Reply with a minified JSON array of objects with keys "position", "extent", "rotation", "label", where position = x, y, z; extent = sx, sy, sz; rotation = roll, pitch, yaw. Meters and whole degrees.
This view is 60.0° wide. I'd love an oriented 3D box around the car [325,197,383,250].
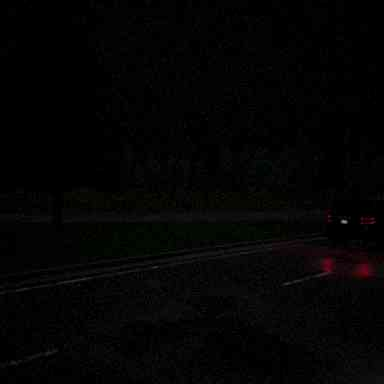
[{"position":[8.166,1.255,14.483],"extent":[5.566,2.045,2.150],"rotation":[0,0,-34],"label":"car"}]
